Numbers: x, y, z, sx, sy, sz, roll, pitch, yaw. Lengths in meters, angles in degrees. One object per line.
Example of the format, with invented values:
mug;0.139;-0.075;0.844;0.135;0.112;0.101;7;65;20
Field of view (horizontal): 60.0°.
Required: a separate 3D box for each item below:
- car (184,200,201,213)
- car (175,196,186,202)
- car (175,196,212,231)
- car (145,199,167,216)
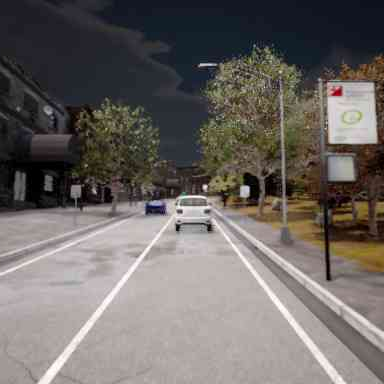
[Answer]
car;0.087;1.677;39.633;1.895;1.301;4.718;0;0;0
car;-2.530;1.567;75.594;1.812;1.442;4.674;-1;0;6
car;0.093;1.263;21.270;2.150;2.045;5.566;0;0;0
car;-3.606;1.544;33.833;1.882;1.535;5.008;0;0;0
